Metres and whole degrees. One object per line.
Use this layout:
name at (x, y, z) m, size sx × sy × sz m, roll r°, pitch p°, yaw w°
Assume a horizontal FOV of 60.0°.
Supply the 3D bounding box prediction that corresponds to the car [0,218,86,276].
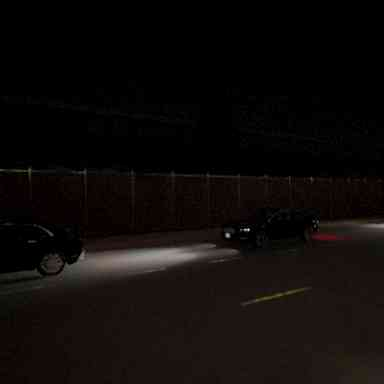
car at (-5.383, 1.500, 8.821) m, size 4.892 × 1.490 × 1.837 m, roll 0°, pitch 0°, yaw -33°

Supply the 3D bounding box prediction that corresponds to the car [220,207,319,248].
car at (3.480, 1.447, 14.604) m, size 4.902 × 1.511 × 2.128 m, roll -1°, pitch 0°, yaw -33°
